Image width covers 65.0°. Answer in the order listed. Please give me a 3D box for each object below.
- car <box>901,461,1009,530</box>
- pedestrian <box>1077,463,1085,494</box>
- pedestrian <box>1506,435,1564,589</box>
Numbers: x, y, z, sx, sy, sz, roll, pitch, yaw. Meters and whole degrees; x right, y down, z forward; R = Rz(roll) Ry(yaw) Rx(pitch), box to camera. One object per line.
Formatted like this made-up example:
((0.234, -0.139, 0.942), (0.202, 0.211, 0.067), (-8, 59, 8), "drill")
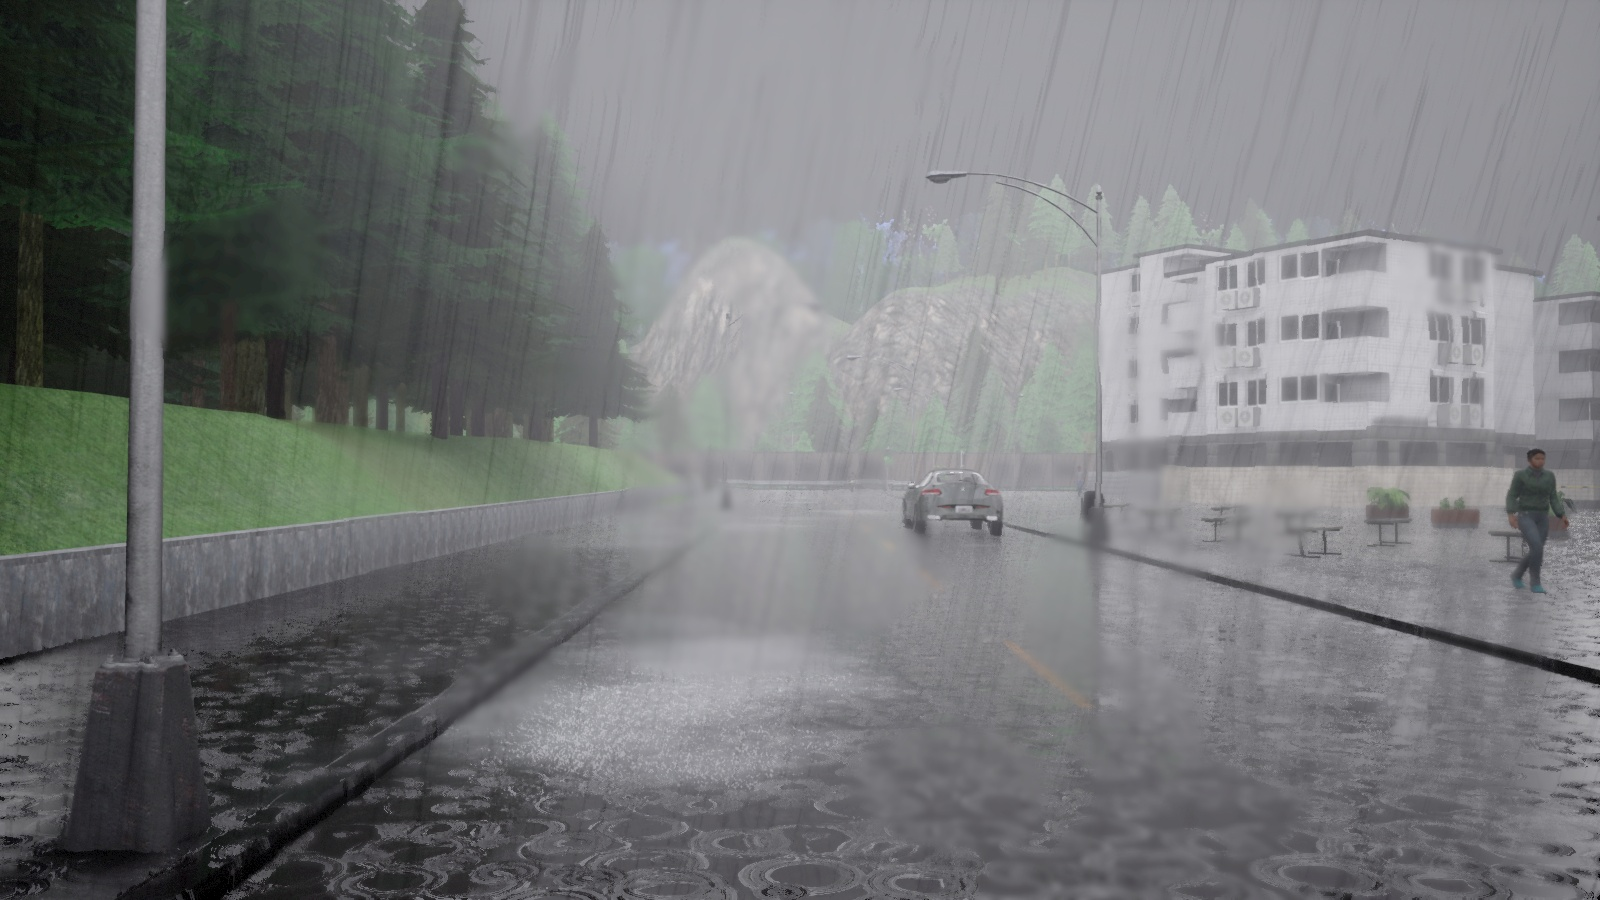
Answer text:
((3.926, 1.124, 32.642), (2.152, 1.651, 5.027), (0, -1, 0), "car")
((16.603, 1.701, 74.215), (0.354, 1.836, 0.706), (0, -1, 9), "pedestrian")
((8.971, 0.746, 15.345), (0.353, 1.847, 0.614), (0, -1, 3), "pedestrian")
